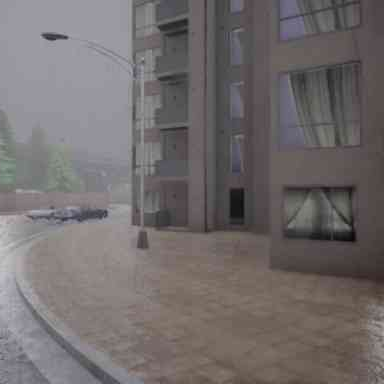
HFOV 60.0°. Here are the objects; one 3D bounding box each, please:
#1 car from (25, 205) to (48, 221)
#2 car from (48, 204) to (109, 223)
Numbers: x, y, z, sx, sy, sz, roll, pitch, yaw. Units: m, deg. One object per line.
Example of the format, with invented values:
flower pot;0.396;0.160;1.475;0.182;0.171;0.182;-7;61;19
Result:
car;-12.240;1.796;29.446;1.895;1.301;4.718;0;0;17
car;-9.168;1.735;27.972;2.033;1.411;5.357;0;0;18
